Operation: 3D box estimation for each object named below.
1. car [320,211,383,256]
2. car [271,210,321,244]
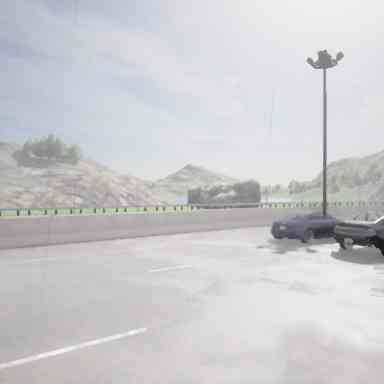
[{"bbox_3d":[7.577,1.495,12.892,4.902,1.511,2.128,0,0,-31],"label":"car"},{"bbox_3d":[5.780,1.572,15.896,4.181,1.385,1.994,0,0,-31],"label":"car"}]
